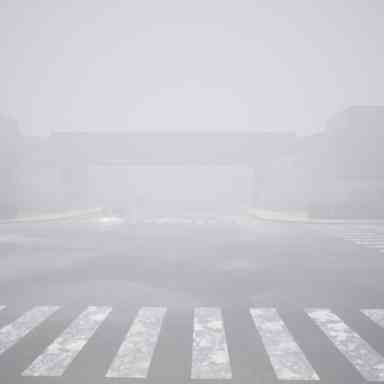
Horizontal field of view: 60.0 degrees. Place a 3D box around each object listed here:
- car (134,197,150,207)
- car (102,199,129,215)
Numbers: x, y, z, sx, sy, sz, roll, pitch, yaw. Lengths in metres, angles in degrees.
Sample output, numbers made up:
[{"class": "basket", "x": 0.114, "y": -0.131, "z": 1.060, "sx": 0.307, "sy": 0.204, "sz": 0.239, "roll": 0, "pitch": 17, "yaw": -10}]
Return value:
[{"class": "car", "x": -7.552, "y": 1.517, "z": 50.747, "sx": 1.837, "sy": 1.490, "sz": 4.892, "roll": 0, "pitch": 0, "yaw": 0}, {"class": "car", "x": -7.588, "y": 1.505, "z": 33.355, "sx": 2.128, "sy": 1.511, "sz": 4.902, "roll": 0, "pitch": 0, "yaw": 0}]
